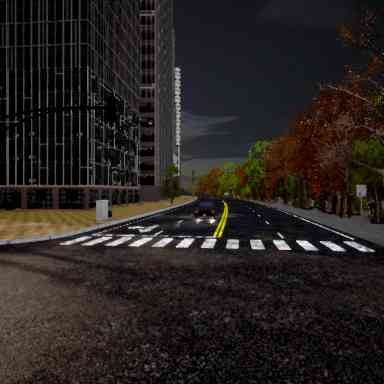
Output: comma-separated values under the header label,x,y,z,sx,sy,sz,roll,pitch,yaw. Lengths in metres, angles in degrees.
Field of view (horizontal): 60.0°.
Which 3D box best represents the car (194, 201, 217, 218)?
label,x,y,z,sx,sy,sz,roll,pitch,yaw
car,1.355,1.557,30.465,2.033,1.411,5.357,0,0,7
